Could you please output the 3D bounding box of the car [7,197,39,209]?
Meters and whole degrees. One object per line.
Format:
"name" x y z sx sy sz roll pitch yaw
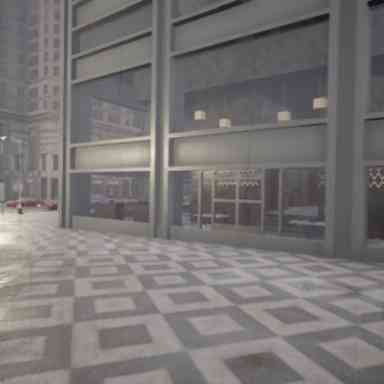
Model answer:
"car" -21.924 1.394 43.793 1.887 1.381 4.507 1 0 35

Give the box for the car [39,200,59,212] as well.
"car" -14.952 1.569 38.839 1.887 1.381 4.507 1 0 35
